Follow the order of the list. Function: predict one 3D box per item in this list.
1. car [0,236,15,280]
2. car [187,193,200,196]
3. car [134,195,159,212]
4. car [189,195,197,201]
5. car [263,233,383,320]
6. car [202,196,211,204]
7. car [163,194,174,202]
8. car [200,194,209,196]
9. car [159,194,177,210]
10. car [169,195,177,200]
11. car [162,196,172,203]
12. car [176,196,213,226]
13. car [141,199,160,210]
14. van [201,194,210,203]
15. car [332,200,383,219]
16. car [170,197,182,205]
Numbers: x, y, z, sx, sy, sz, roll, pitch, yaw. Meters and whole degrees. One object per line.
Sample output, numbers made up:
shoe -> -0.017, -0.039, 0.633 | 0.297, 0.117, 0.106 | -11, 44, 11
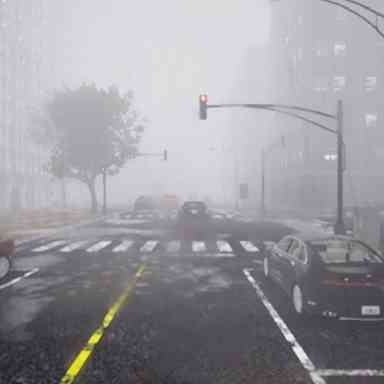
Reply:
car -> -5.673, 1.546, 7.228 | 1.887, 1.381, 4.507 | 0, 0, 0
car -> 0.191, 1.285, 68.953 | 2.150, 2.045, 5.566 | 0, 0, 0
car -> -5.583, 1.341, 39.616 | 2.192, 1.841, 5.009 | 0, 0, 0
car -> 0.221, 1.432, 79.344 | 1.837, 1.490, 4.892 | 0, 0, 0
car -> 2.707, 1.552, 7.204 | 2.008, 1.369, 4.403 | 0, 0, 0
car -> 2.876, 1.586, 67.376 | 1.752, 1.417, 4.829 | 0, 0, 0
car -> -5.475, 1.395, 78.276 | 2.192, 1.841, 5.009 | 0, 0, 0
car -> 2.860, 1.618, 61.683 | 1.947, 1.339, 4.313 | 0, 0, 0
car -> -2.976, 1.251, 43.696 | 2.150, 2.045, 5.566 | 0, 0, 0
car -> -5.428, 1.666, 94.844 | 2.008, 1.369, 4.403 | 0, 0, 0
car -> -5.490, 1.636, 72.754 | 1.947, 1.339, 4.313 | 0, 0, 0
car -> 0.158, 1.363, 23.865 | 2.097, 1.767, 4.553 | 0, 0, 0
car -> -5.567, 1.598, 45.139 | 1.947, 1.339, 4.313 | 0, 0, 0
van -> 2.891, 1.411, 72.730 | 1.690, 1.788, 3.998 | 0, 0, 0
car -> 13.498, 1.354, 26.580 | 4.403, 1.369, 2.008 | -1, 1, 0
car -> -2.891, 1.616, 61.479 | 1.994, 1.385, 4.181 | 0, 0, 1
